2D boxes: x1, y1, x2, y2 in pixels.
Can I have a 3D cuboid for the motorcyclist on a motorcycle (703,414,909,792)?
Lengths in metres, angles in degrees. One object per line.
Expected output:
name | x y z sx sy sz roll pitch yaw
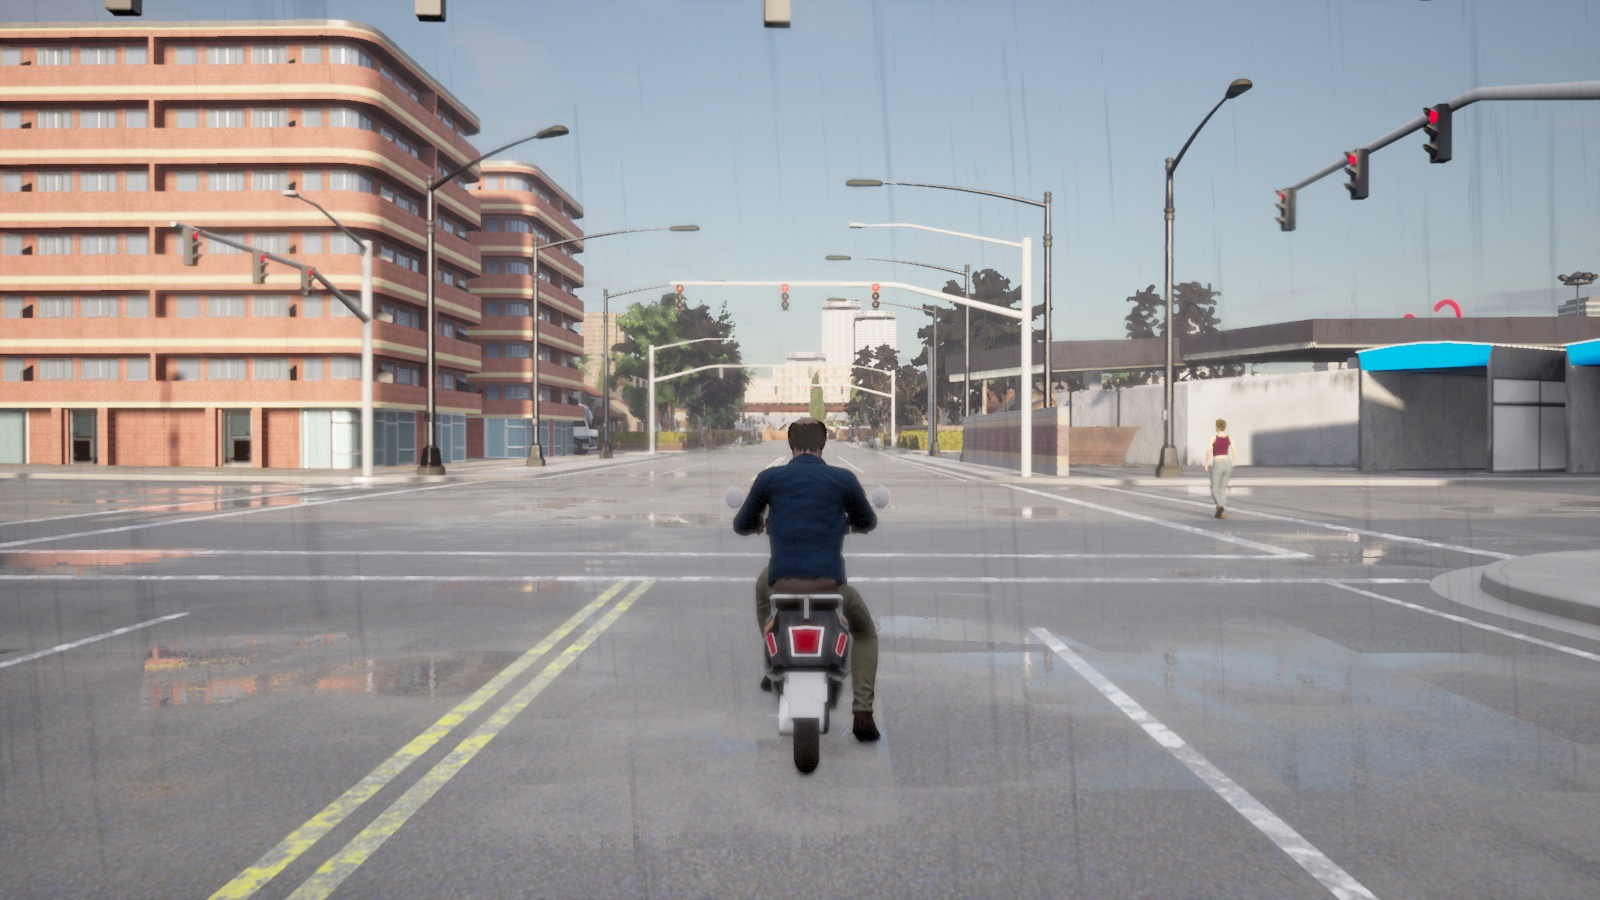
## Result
motorcyclist on a motorcycle | 0.035 0.633 6.178 0.866 1.590 1.817 0 1 1

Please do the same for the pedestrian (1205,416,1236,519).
pedestrian | 7.526 0.306 22.481 0.345 1.836 0.594 0 1 -2
